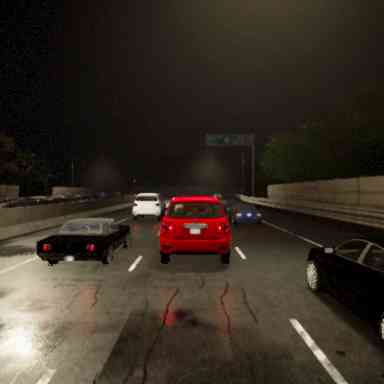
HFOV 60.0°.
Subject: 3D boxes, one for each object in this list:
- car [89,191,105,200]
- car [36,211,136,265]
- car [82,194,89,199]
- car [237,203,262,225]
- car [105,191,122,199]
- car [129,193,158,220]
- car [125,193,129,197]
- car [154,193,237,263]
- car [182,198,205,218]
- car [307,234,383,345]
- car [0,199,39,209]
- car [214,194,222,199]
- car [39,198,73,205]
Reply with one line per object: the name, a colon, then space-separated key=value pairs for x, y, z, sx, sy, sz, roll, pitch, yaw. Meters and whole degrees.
car: x=-20.987 y=0.898 z=75.600 sx=2.150 sy=2.045 sz=5.566 roll=0 pitch=0 yaw=0
car: x=-3.405 y=1.562 z=11.487 sx=1.895 sy=1.301 sz=4.718 roll=0 pitch=0 yaw=0
car: x=-23.850 y=1.039 z=76.831 sx=1.895 sy=1.301 sz=4.718 roll=0 pitch=0 yaw=-3
car: x=3.590 y=1.468 z=23.314 sx=2.033 sy=1.411 sz=5.357 roll=0 pitch=0 yaw=0
car: x=-17.487 y=0.822 z=76.009 sx=2.150 sy=2.045 sz=5.566 roll=0 pitch=0 yaw=0
car: x=-3.400 y=1.128 z=27.347 sx=2.150 sy=2.045 sz=5.566 roll=0 pitch=0 yaw=0
car: x=-13.987 y=0.952 z=76.068 sx=2.097 sy=1.767 sz=4.553 roll=0 pitch=0 yaw=0
car: x=0.096 y=1.181 z=11.981 sx=2.150 sy=2.045 sz=5.566 roll=0 pitch=0 yaw=0
car: x=0.101 y=1.376 z=29.706 sx=1.882 sy=1.535 sz=5.008 roll=0 pitch=0 yaw=0
car: x=3.574 y=1.458 z=5.761 sx=1.882 sy=1.535 sz=5.008 roll=0 pitch=0 yaw=0
car: x=-17.589 y=1.427 z=35.199 sx=2.033 sy=1.411 sz=5.357 roll=0 pitch=0 yaw=0
car: x=6.856 y=1.134 z=88.001 sx=1.895 sy=1.301 sz=4.718 roll=0 pitch=0 yaw=2
car: x=-14.086 y=1.384 z=35.654 sx=1.837 sy=1.490 sz=4.892 roll=0 pitch=0 yaw=0
